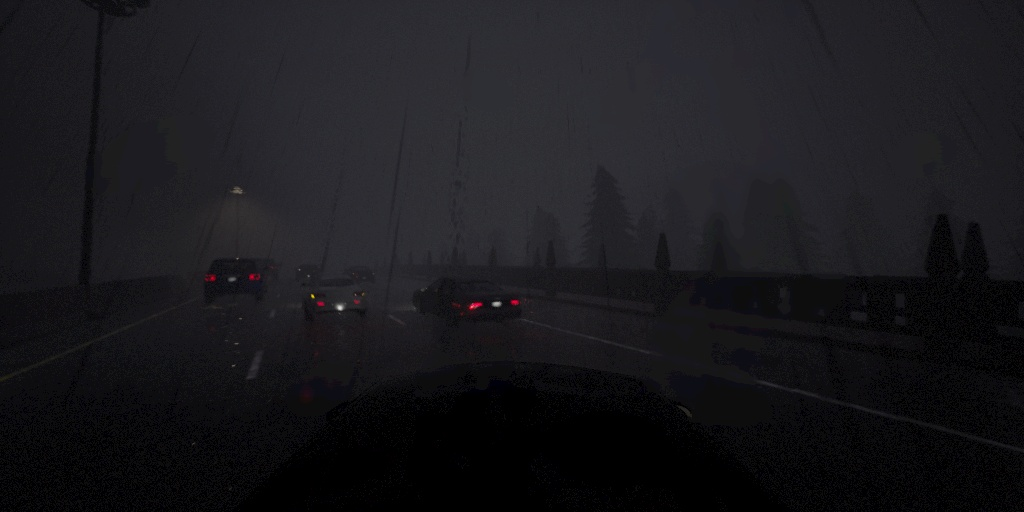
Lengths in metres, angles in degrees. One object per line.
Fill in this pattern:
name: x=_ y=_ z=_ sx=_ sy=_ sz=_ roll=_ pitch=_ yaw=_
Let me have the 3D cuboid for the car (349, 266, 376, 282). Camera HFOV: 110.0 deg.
car: x=-12.591 y=1.513 z=29.578 sx=1.812 sy=1.442 sz=4.674 roll=0 pitch=-1 yaw=-32

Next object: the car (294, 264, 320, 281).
car: x=-19.020 y=1.532 z=33.367 sx=1.837 sy=1.490 sz=4.892 roll=0 pitch=-1 yaw=-32

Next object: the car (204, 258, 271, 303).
car: x=-13.705 y=1.118 z=18.050 sx=2.150 sy=2.045 sz=5.566 roll=0 pitch=0 yaw=-32

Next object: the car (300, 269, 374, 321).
car: x=-6.551 y=1.374 z=13.102 sx=1.812 sy=1.442 sz=4.674 roll=0 pitch=-1 yaw=-32

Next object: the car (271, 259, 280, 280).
car: x=-23.937 y=1.306 z=34.693 sx=2.150 sy=2.045 sz=5.566 roll=0 pitch=-2 yaw=-32

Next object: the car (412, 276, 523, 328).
car: x=-1.728 y=1.382 z=11.942 sx=2.033 sy=1.411 sz=5.357 roll=0 pitch=-1 yaw=-32
